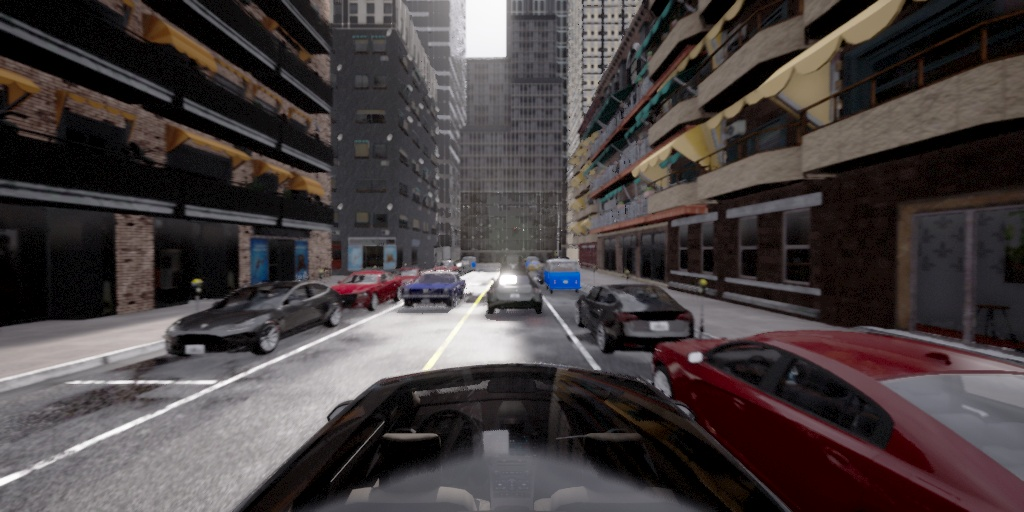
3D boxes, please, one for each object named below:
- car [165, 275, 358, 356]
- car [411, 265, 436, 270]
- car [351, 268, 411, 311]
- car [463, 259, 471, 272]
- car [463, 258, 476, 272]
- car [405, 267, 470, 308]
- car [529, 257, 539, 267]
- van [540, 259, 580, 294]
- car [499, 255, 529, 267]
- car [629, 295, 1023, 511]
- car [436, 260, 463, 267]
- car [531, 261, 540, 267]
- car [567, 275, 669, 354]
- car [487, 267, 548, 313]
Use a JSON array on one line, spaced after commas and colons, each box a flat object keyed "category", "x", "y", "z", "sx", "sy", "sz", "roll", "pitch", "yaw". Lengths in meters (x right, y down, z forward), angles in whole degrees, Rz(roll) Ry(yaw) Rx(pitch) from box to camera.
[{"category": "car", "x": -5.693, "y": 1.303, "z": 8.626, "sx": 1.948, "sy": 1.339, "sz": 4.313, "roll": 0, "pitch": 0, "yaw": 0}, {"category": "car", "x": -5.694, "y": 1.298, "z": 19.830, "sx": 1.802, "sy": 1.307, "sz": 4.207, "roll": 0, "pitch": 0, "yaw": 0}, {"category": "car", "x": -5.694, "y": 1.271, "z": 14.228, "sx": 1.888, "sy": 1.381, "sz": 4.507, "roll": 0, "pitch": 0, "yaw": 0}, {"category": "car", "x": -5.697, "y": 1.252, "z": 36.635, "sx": 1.948, "sy": 1.339, "sz": 4.313, "roll": 0, "pitch": 0, "yaw": 0}, {"category": "car", "x": -5.697, "y": 1.227, "z": 42.238, "sx": 2.007, "sy": 1.370, "sz": 4.403, "roll": 0, "pitch": 0, "yaw": 0}, {"category": "car", "x": -3.101, "y": 1.326, "z": 15.099, "sx": 1.895, "sy": 1.301, "sz": 4.718, "roll": 0, "pitch": 0, "yaw": 0}, {"category": "car", "x": 2.684, "y": 1.203, "z": 42.380, "sx": 1.751, "sy": 1.417, "sz": 4.829, "roll": 0, "pitch": 0, "yaw": 0}, {"category": "van", "x": 2.686, "y": 1.057, "z": 19.802, "sx": 1.690, "sy": 1.789, "sz": 3.998, "roll": 0, "pitch": 0, "yaw": 0}, {"category": "car", "x": 0.094, "y": 0.920, "z": 30.975, "sx": 2.150, "sy": 2.045, "sz": 5.566, "roll": 0, "pitch": 0, "yaw": 0}, {"category": "car", "x": 2.689, "y": 1.293, "z": 2.997, "sx": 1.888, "sy": 1.381, "sz": 4.507, "roll": 0, "pitch": 0, "yaw": 0}, {"category": "car", "x": -5.696, "y": 1.136, "z": 31.034, "sx": 1.967, "sy": 1.591, "sz": 4.097, "roll": 0, "pitch": 0, "yaw": 0}, {"category": "car", "x": 2.686, "y": 1.257, "z": 25.405, "sx": 2.007, "sy": 1.370, "sz": 4.403, "roll": 0, "pitch": 0, "yaw": 0}, {"category": "car", "x": 2.688, "y": 1.303, "z": 8.598, "sx": 1.948, "sy": 1.339, "sz": 4.313, "roll": 0, "pitch": 0, "yaw": 0}, {"category": "car", "x": 0.096, "y": 1.291, "z": 13.883, "sx": 1.994, "sy": 1.385, "sz": 4.181, "roll": 0, "pitch": 0, "yaw": 0}]
